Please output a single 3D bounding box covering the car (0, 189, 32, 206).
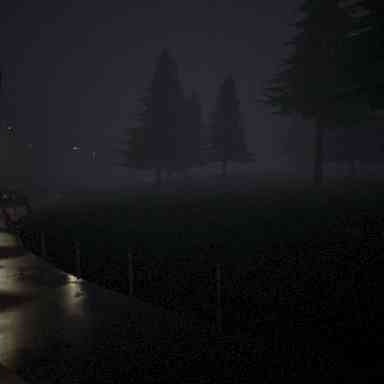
[{"bbox_3d":[-19.532,0.457,36.787,2.097,1.767,4.553,3,2,-3],"label":"car"}]
